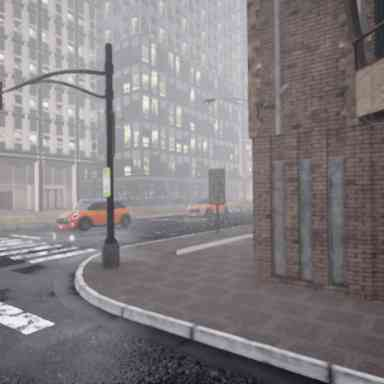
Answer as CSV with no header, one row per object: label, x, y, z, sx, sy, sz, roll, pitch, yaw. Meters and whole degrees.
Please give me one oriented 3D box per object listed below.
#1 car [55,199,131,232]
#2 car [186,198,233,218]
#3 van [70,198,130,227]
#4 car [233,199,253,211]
car,-5.919,1.346,20.231,2.097,1.767,4.553,-1,-1,37
car,1.433,1.370,30.439,2.097,1.767,4.553,-1,-1,36
van,-6.493,1.379,23.828,1.690,1.788,3.998,-1,-1,36
car,6.340,1.607,41.739,1.752,1.417,4.829,-1,-1,36
